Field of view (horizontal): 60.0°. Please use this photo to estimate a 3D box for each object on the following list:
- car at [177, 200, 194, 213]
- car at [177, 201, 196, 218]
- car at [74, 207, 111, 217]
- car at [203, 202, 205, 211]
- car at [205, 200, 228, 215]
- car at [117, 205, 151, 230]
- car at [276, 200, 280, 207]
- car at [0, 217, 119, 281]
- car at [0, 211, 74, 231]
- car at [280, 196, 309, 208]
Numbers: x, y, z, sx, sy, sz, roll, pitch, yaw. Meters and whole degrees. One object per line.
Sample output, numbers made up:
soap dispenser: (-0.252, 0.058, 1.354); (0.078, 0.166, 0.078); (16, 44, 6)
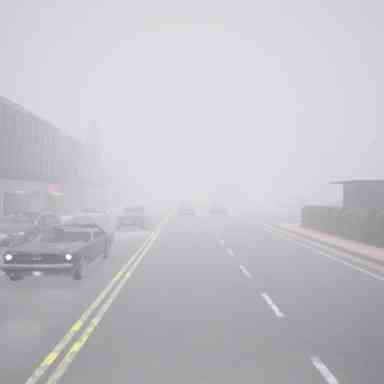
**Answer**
car: (-0.793, 1.871, 44.132); (2.128, 1.511, 4.902); (0, 0, -1)
car: (-0.565, 1.836, 33.502); (2.033, 1.411, 5.357); (0, 0, -1)
car: (-7.577, 1.819, 25.068); (1.895, 1.301, 4.718); (0, 0, -1)
car: (2.615, 1.886, 47.654); (1.882, 1.535, 5.008); (0, -1, -1)
car: (2.851, 1.886, 37.621); (1.994, 1.385, 4.181); (0, 0, -1)
car: (-3.972, 1.706, 23.058); (1.837, 1.490, 4.892); (0, -1, -1)
car: (16.634, 1.631, 56.259); (4.605, 1.855, 1.932); (0, 0, -3)
car: (-3.786, 1.691, 10.263); (1.895, 1.301, 4.718); (0, -1, -1)
car: (-7.356, 1.624, 14.965); (2.128, 1.511, 4.902); (0, -1, 0)
car: (16.714, 1.609, 53.366); (3.866, 1.878, 1.905); (0, 0, -3)
